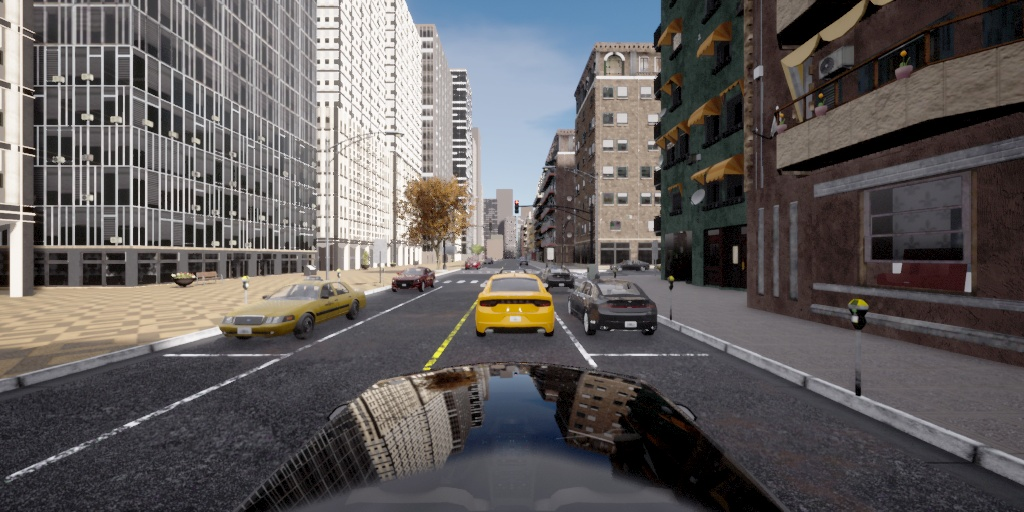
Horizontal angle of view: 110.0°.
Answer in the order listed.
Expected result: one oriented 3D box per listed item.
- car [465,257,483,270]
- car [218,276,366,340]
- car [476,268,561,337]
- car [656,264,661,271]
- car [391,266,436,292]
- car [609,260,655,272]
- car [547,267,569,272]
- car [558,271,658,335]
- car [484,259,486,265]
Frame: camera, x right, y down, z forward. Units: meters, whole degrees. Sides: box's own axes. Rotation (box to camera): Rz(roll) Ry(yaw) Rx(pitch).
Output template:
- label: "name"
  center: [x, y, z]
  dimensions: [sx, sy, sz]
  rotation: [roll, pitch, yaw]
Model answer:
- label: "car"
  center: [-5.819, 1.098, 53.679]
  dimensions: [2.192, 1.841, 5.009]
  rotation: [0, 0, 0]
- label: "car"
  center: [-5.712, 1.276, 10.057]
  dimensions: [1.751, 1.417, 4.829]
  rotation: [0, 0, 0]
- label: "car"
  center: [0.068, 1.228, 10.339]
  dimensions: [1.882, 1.535, 5.008]
  rotation: [0, 0, 0]
- label: "car"
  center: [18.736, 1.006, 40.823]
  dimensions: [4.829, 1.417, 1.751]
  rotation: [0, 0, -1]
- label: "car"
  center: [-5.739, 1.299, 21.292]
  dimensions: [1.888, 1.381, 4.507]
  rotation: [0, 0, 0]
- label: "car"
  center: [13.339, 1.109, 40.755]
  dimensions: [4.403, 1.370, 2.007]
  rotation: [0, 0, -1]
- label: "car"
  center: [2.641, 1.305, 21.312]
  dimensions: [2.007, 1.370, 4.403]
  rotation: [0, 0, 0]
- label: "car"
  center: [2.668, 1.301, 10.246]
  dimensions: [2.007, 1.370, 4.403]
  rotation: [0, 0, 0]
- label: "car"
  center: [-5.832, 1.357, 59.202]
  dimensions: [1.948, 1.339, 4.313]
  rotation: [0, 0, 0]
